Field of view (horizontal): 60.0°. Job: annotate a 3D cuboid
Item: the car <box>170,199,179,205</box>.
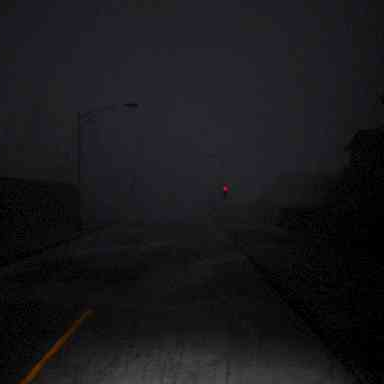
[{"bbox_3d":[-4.047,2.414,77.674,2.097,1.767,4.553,0,-1,0],"label":"car"}]
